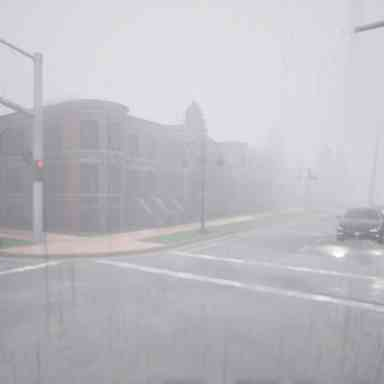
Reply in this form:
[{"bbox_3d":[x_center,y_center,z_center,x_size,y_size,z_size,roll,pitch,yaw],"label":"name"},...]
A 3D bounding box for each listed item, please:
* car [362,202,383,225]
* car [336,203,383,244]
[{"bbox_3d":[13.884,1.541,24.661,1.812,1.442,4.674,0,0,33],"label":"car"},{"bbox_3d":[8.259,1.514,16.047,1.837,1.490,4.892,0,0,33],"label":"car"}]
